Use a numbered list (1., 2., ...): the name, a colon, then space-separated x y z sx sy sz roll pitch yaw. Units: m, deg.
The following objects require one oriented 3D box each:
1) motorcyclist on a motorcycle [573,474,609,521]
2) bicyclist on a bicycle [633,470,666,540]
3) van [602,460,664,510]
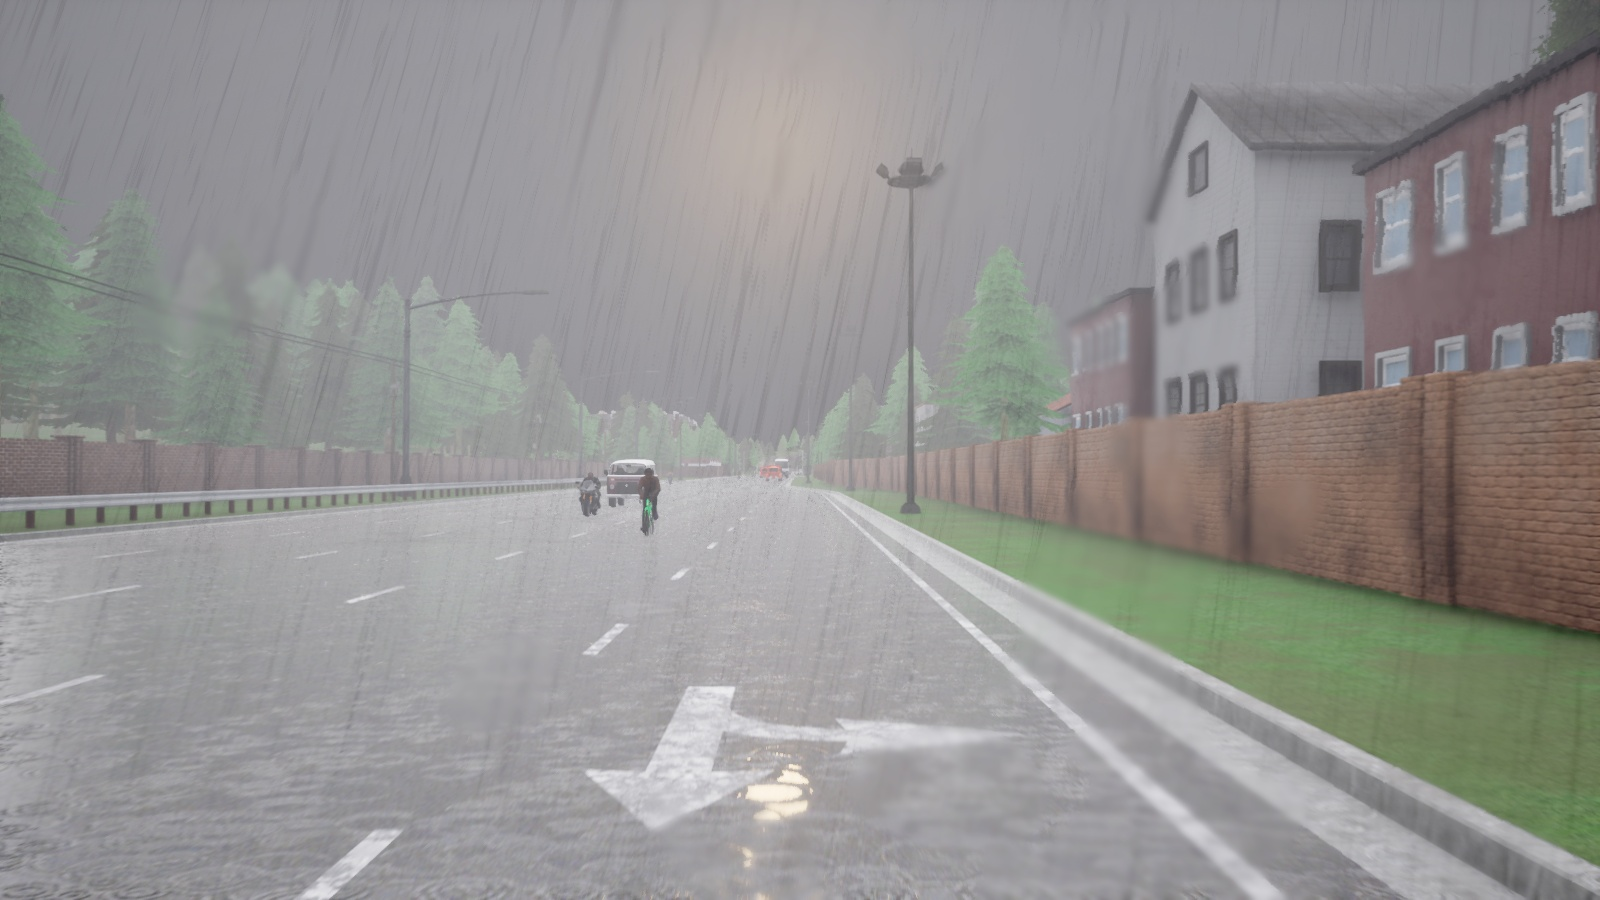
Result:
1. motorcyclist on a motorcycle: -7.106 1.594 42.709 0.866 1.530 2.191 0 -1 0
2. bicyclist on a bicycle: -3.574 1.282 29.877 0.582 1.620 1.656 0 -1 0
3. van: -7.135 1.470 53.937 2.069 2.038 4.480 0 -1 0
